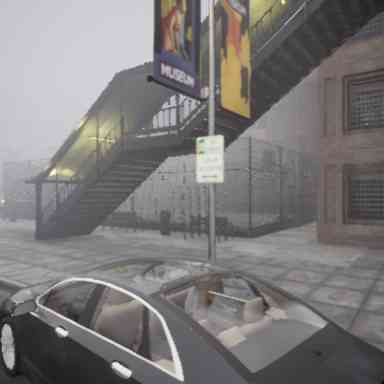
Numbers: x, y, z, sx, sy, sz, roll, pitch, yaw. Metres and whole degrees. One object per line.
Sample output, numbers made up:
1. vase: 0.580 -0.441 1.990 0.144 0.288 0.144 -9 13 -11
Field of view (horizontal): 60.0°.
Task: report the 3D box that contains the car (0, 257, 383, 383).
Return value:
1. car: -0.558 1.483 3.654 4.892 1.521 2.231 0 0 45
